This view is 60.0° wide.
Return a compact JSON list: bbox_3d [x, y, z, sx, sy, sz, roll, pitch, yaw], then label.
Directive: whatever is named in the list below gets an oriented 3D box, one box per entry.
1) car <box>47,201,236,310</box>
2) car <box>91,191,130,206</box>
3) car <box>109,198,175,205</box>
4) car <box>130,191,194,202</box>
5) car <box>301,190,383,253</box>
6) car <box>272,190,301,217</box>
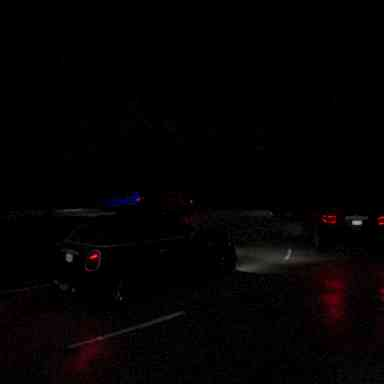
[{"bbox_3d":[-0.929,1.283,8.047,2.097,1.767,4.553,0,1,44],"label":"car"},{"bbox_3d":[-7.660,0.964,34.858,5.566,2.045,2.150,-1,0,4],"label":"car"},{"bbox_3d":[-4.071,1.380,27.010,4.718,1.301,1.895,0,1,28],"label":"car"},{"bbox_3d":[-2.451,0.946,30.123,5.566,2.045,2.150,0,0,28],"label":"car"},{"bbox_3d":[5.743,1.011,12.948,2.150,2.045,5.566,0,1,13],"label":"car"},{"bbox_3d":[7.916,0.872,23.523,2.150,2.045,5.566,0,0,-21],"label":"car"}]
